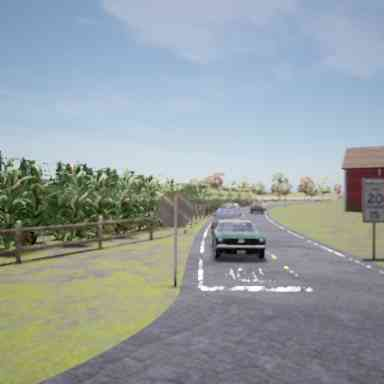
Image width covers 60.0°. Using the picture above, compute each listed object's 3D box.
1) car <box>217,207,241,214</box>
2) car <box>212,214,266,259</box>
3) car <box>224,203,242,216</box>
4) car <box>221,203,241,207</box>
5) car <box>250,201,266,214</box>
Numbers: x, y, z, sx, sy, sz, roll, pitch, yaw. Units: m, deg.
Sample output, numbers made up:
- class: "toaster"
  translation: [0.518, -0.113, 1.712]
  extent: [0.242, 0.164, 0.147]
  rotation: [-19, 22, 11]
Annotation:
- class: "car"
  translation: [2.457, 1.955, 22.863]
  extent: [1.994, 1.385, 4.181]
  rotation: [0, -1, 6]
- class: "car"
  translation: [1.818, 1.832, 13.819]
  extent: [1.895, 1.301, 4.718]
  rotation: [0, -1, 3]
- class: "car"
  translation: [5.293, 2.209, 42.771]
  extent: [1.882, 1.535, 5.008]
  rotation: [0, -1, 11]
- class: "car"
  translation: [3.599, 1.912, 32.578]
  extent: [2.097, 1.767, 4.553]
  rotation: [0, -1, 8]
- class: "car"
  translation: [9.389, 2.347, 47.953]
  extent: [1.837, 1.490, 4.892]
  rotation: [0, -1, 13]
